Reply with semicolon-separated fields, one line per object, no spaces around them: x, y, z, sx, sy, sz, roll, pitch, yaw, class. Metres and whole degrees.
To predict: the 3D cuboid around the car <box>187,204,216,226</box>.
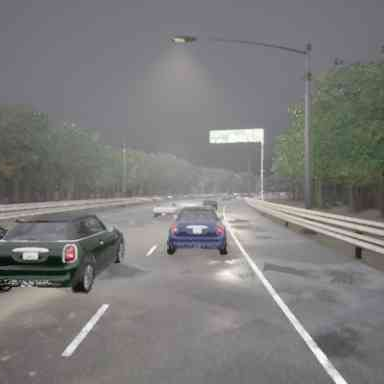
0.767;1.604;24.390;1.895;1.301;4.718;0;0;4;car

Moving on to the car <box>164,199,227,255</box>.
0.258;1.354;13.548;2.097;1.767;4.553;0;0;2;car

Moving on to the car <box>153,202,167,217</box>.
-2.215;1.594;30.630;1.895;1.301;4.718;0;0;5;car

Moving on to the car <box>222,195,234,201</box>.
8.890;1.505;85.232;2.128;1.511;4.902;0;0;12;car

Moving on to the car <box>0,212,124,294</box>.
-3.272;1.344;8.985;2.097;1.767;4.553;0;0;1;car
